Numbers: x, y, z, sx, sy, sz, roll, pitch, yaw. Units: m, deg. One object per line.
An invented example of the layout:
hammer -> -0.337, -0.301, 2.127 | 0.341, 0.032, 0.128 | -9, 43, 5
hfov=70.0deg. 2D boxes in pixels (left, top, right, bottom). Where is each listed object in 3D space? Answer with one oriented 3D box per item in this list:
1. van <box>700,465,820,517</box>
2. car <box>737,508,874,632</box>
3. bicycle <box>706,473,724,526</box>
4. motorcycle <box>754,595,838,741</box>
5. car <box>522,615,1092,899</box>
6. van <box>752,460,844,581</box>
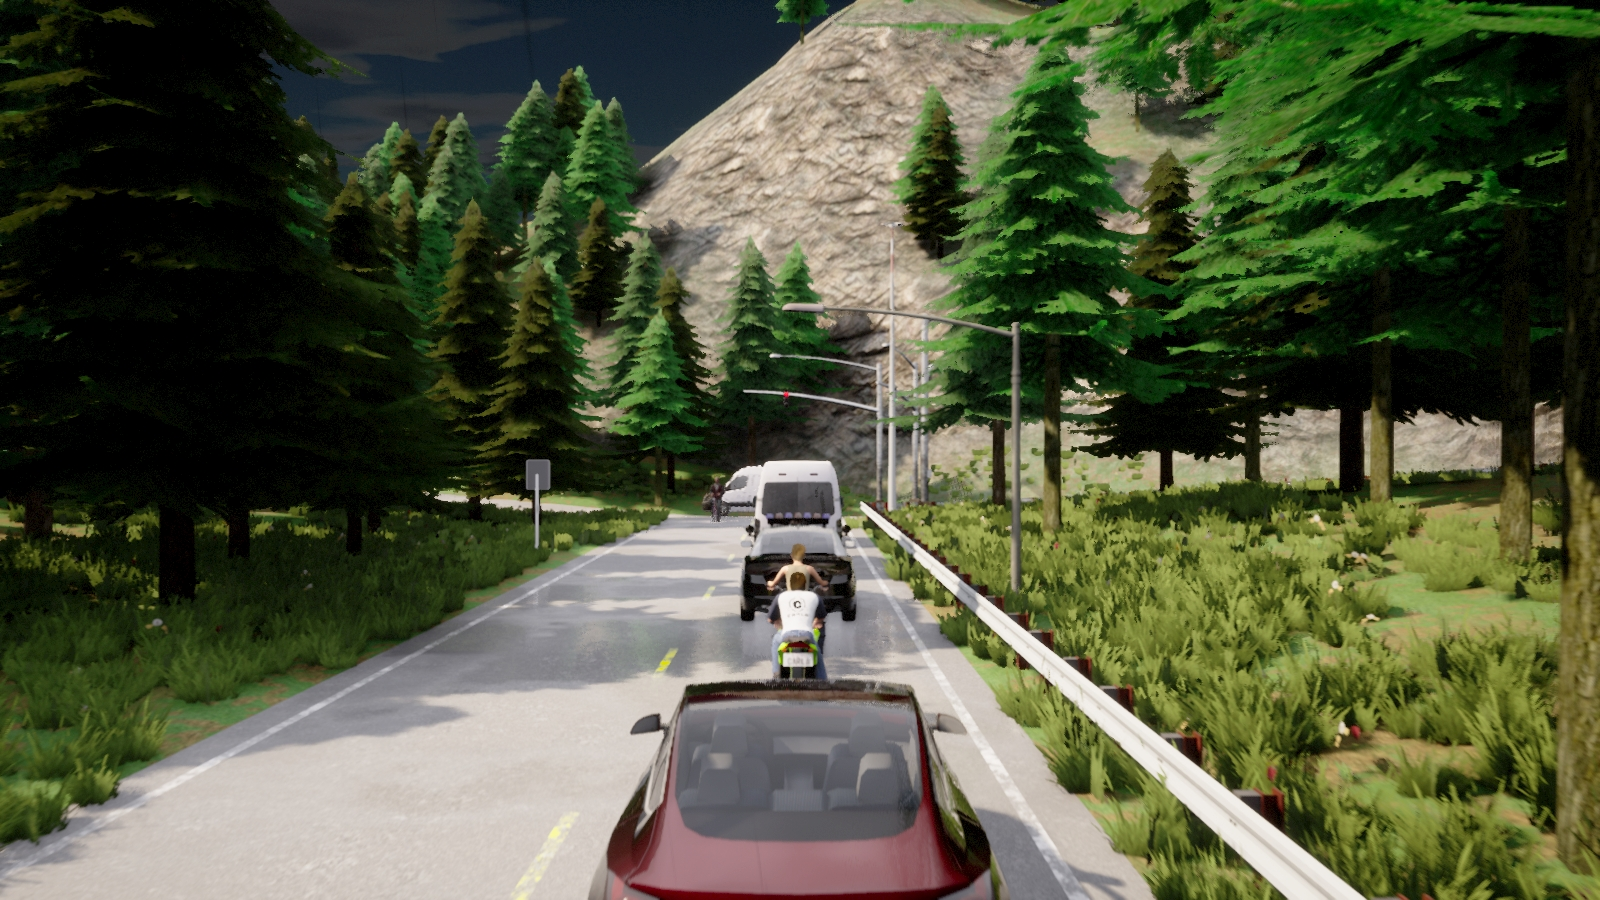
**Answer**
van -> -2.001, 2.111, 57.672 | 5.915, 2.561, 1.988 | 0, -3, -2
car -> 0.078, 1.982, 20.157 | 2.097, 1.638, 5.238 | 0, 0, 0
bicycle -> -3.197, 1.836, 43.089 | 0.329, 1.919, 1.835 | 1, 0, 6
motorcycle -> -0.041, 2.213, 11.943 | 0.803, 1.145, 2.033 | 0, 0, 0
car -> 0.022, 2.063, 6.736 | 2.163, 1.488, 4.792 | 0, 0, 0
van -> -0.055, 1.534, 27.575 | 1.988, 2.561, 5.915 | 0, 0, 0
